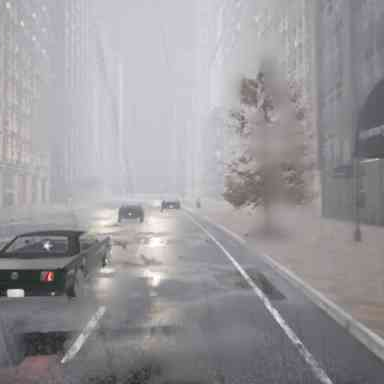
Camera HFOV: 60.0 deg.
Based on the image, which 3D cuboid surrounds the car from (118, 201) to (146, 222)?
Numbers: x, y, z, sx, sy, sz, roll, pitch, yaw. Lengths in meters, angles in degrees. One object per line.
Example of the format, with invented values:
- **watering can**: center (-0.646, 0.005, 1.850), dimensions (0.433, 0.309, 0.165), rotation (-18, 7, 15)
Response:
- **car**: center (-4.753, 1.482, 26.709), dimensions (1.882, 1.535, 5.008), rotation (0, 0, -6)

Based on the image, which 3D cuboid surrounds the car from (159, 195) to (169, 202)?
- **car**: center (-5.381, 1.196, 63.520), dimensions (1.994, 1.385, 4.181), rotation (0, 0, -6)

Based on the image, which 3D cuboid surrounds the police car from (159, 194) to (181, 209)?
- **police car**: center (-2.079, 1.046, 31.708), dimensions (1.930, 1.638, 5.238), rotation (0, 0, -6)

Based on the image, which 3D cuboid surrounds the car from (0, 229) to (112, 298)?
- **car**: center (-3.369, 1.603, 8.440), dimensions (1.895, 1.301, 4.718), rotation (0, 0, -2)
